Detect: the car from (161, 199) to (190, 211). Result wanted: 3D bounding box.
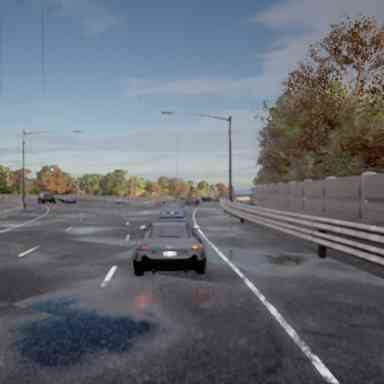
[{"bbox_3d":[-1.406,1.476,25.017,2.033,1.411,5.357,0,0,-2],"label":"car"}]

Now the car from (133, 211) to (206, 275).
[{"bbox_3d":[-0.701,1.535,10.457,1.994,1.385,4.181,0,0,-4],"label":"car"}]

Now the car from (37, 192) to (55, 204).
[{"bbox_3d":[-26.153,1.099,59.692,2.150,2.045,5.566,0,0,-35],"label":"car"}]

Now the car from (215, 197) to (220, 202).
[{"bbox_3d":[5.924,1.945,86.902,2.033,1.411,5.357,0,-3,11],"label":"car"}]

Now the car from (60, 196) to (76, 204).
[{"bbox_3d":[-22.703,1.431,60.780,1.994,1.385,4.181,0,0,-34],"label":"car"}]

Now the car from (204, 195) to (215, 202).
[{"bbox_3d":[3.189,1.384,71.567,1.882,1.535,5.008,0,-1,10],"label":"car"}]

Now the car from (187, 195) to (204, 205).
[{"bbox_3d":[0.268,1.328,54.237,2.128,1.511,4.902,0,0,8],"label":"car"}]
